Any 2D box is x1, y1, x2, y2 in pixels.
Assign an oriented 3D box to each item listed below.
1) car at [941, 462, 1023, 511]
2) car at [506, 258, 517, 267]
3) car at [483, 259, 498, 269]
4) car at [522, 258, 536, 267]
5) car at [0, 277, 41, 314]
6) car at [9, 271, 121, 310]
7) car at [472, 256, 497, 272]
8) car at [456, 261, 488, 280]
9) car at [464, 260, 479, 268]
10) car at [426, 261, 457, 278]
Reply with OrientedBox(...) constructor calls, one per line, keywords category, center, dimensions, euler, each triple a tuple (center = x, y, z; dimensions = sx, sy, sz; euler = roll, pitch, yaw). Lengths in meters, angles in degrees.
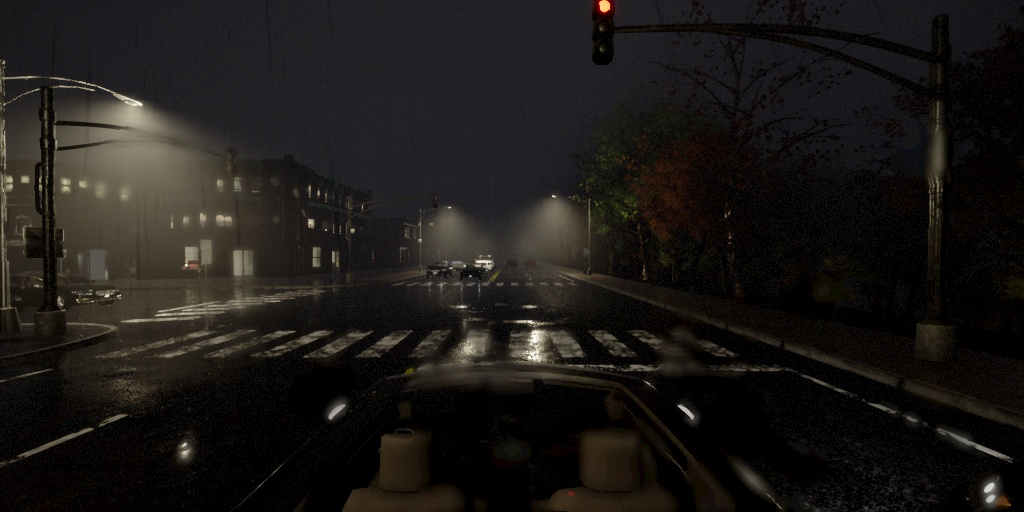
OrientedBox(category="car", center=(3.355, 1.314, 0.186), dimensions=(1.994, 1.385, 4.181), euler=(0, 0, 0))
OrientedBox(category="car", center=(-0.031, 1.204, 63.774), dimensions=(1.882, 1.535, 5.008), euler=(0, 0, 0))
OrientedBox(category="car", center=(-3.444, 1.218, 58.074), dimensions=(2.128, 1.511, 4.902), euler=(0, 0, 0))
OrientedBox(category="car", center=(3.221, 1.204, 63.193), dimensions=(1.882, 1.535, 5.008), euler=(0, 0, 0))
OrientedBox(category="car", center=(-19.970, 1.565, 12.502), dimensions=(4.313, 1.339, 1.948), euler=(0, 0, 0))
OrientedBox(category="car", center=(-19.619, 1.472, 15.208), dimensions=(4.892, 1.490, 1.837), euler=(-1, 1, 0))
OrientedBox(category="car", center=(-3.437, 0.957, 45.277), dimensions=(2.150, 2.045, 5.566), euler=(0, 0, 0))
OrientedBox(category="car", center=(-3.414, 1.341, 31.650), dimensions=(1.895, 1.301, 4.718), euler=(0, 0, 0))
OrientedBox(category="car", center=(-6.690, 1.329, 59.337), dimensions=(1.895, 1.301, 4.718), euler=(0, 0, 0))
OrientedBox(category="car", center=(-6.668, 1.231, 33.569), dimensions=(2.128, 1.511, 4.902), euler=(0, 0, 0))
